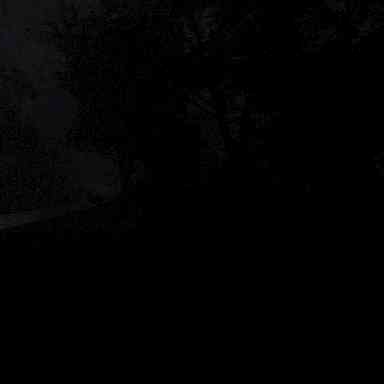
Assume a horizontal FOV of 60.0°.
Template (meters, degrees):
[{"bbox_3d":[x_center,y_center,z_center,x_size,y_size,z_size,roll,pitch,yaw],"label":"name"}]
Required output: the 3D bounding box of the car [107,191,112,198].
[{"bbox_3d":[-17.392,0.426,67.463,1.994,1.385,4.181,-1,3,-10],"label":"car"}]

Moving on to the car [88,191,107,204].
[{"bbox_3d":[-15.145,0.956,52.269,2.128,1.511,4.902,-2,2,-7],"label":"car"}]
